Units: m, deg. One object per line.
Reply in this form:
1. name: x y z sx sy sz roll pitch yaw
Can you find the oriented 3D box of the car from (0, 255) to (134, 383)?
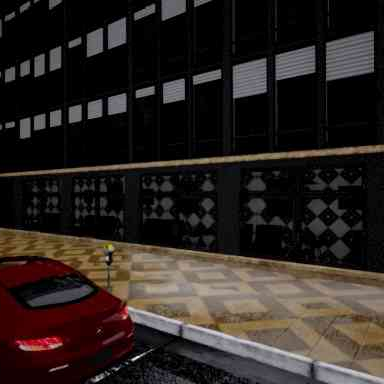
1. car: -2.644 1.582 4.713 4.206 1.307 1.802 0 0 35
